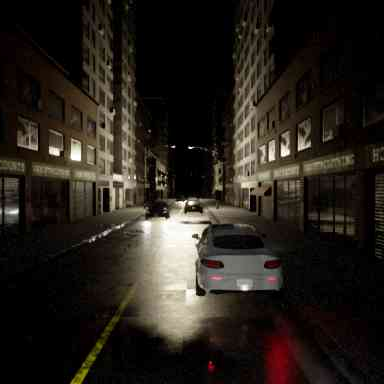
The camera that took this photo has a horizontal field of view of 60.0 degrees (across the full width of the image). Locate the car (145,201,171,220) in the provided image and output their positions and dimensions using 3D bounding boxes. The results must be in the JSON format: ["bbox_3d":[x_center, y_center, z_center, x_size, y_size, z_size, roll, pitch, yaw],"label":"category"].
[{"bbox_3d":[-2.766,1.534,27.933,1.812,1.442,4.674,0,0,0],"label":"car"}]

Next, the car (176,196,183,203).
[{"bbox_3d":[-2.521,1.626,74.350,2.033,1.411,5.357,0,0,0],"label":"car"}]

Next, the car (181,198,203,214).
[{"bbox_3d":[0.171,1.580,35.738,1.994,1.385,4.181,0,0,1],"label":"car"}]

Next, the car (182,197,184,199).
[{"bbox_3d":[0.151,1.521,45.708,2.128,1.511,4.902,0,0,0],"label":"car"}]

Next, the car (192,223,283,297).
[{"bbox_3d":[0.988,1.526,8.491,1.812,1.442,4.674,0,0,0],"label":"car"}]
